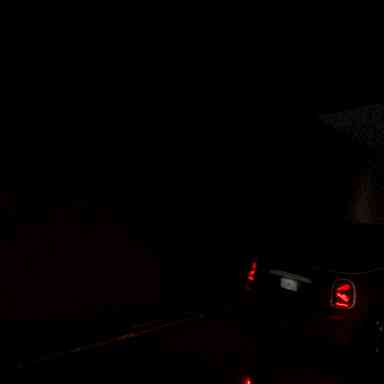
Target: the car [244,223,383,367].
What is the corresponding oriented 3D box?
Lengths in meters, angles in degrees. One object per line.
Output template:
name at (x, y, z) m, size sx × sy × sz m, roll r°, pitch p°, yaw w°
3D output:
car at (3.129, 1.346, 6.011) m, size 4.553 × 1.767 × 2.097 m, roll 0°, pitch 0°, yaw -35°
